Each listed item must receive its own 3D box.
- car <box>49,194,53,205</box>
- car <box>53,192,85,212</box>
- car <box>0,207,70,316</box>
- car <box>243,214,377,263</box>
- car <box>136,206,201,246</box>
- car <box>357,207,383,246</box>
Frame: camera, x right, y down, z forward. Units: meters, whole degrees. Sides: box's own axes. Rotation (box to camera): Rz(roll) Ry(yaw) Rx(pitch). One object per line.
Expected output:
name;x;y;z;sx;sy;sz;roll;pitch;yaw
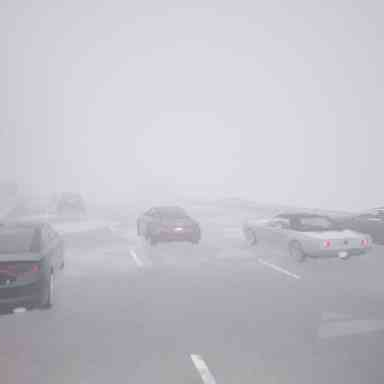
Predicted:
car;-15.899;0.789;39.777;2.033;1.411;5.357;-1;1;-28
car;-10.727;0.795;29.174;2.097;1.767;4.553;0;1;-25
car;-3.883;1.338;7.201;1.882;1.535;5.008;0;1;-17
car;3.496;1.384;11.256;1.895;1.301;4.718;0;1;-17
car;-1.120;1.294;14.061;1.994;1.385;4.181;0;1;-18
car;6.991;1.266;11.719;2.128;1.511;4.902;0;1;-17
